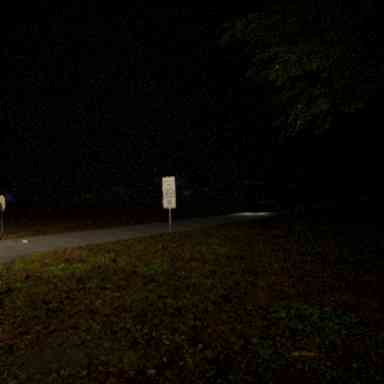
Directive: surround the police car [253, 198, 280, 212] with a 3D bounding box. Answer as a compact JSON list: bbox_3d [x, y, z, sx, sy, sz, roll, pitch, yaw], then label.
[{"bbox_3d":[9.141,1.583,40.977,1.930,1.638,5.238,-3,-2,35],"label":"police car"}]
